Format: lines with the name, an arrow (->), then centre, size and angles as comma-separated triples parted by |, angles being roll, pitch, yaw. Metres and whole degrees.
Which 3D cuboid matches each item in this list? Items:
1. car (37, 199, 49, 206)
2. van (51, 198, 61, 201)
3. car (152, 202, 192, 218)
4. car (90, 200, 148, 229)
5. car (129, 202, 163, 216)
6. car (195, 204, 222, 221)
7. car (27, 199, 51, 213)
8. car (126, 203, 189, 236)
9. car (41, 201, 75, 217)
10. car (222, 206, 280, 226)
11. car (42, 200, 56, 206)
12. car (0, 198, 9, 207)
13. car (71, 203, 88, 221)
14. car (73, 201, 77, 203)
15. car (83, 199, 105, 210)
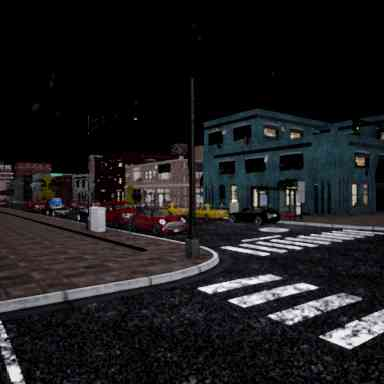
car -> -35.829, 2.493, 79.898 | 1.752, 1.417, 4.829 | -2, 0, -37
van -> -29.002, 2.172, 70.675 | 1.690, 1.788, 3.998 | -2, 0, -37
car -> -2.176, 1.818, 34.468 | 1.752, 1.417, 4.829 | -2, 0, -37
car -> -5.438, 1.614, 24.843 | 2.192, 1.841, 5.009 | -1, 0, -37
car -> -5.439, 1.909, 38.875 | 2.008, 1.369, 4.403 | -2, 0, -37
car -> 1.190, 1.751, 29.926 | 1.752, 1.417, 4.829 | -2, 0, -37
car -> -22.266, 1.951, 47.558 | 2.192, 1.841, 5.009 | -1, 0, -37
car -> -2.070, 1.672, 20.301 | 1.967, 1.590, 4.097 | -1, 0, -37
car -> -15.530, 2.052, 38.472 | 2.008, 1.369, 4.403 | -1, 0, -37
car -> 4.658, 1.722, 25.246 | 1.947, 1.339, 4.313 | -2, 0, -37
car -> -32.362, 2.443, 75.218 | 1.887, 1.381, 4.507 | -2, 0, -37
car -> -42.492, 2.357, 74.790 | 2.192, 1.841, 5.009 | -1, 0, -37
car -> -8.798, 1.917, 29.387 | 2.008, 1.369, 4.403 | -1, 0, -37
car -> -22.266, 2.277, 61.589 | 1.802, 1.307, 4.206 | -2, 0, -37
car -> -15.539, 2.000, 52.503 | 1.967, 1.590, 4.097 | -2, 0, -37
